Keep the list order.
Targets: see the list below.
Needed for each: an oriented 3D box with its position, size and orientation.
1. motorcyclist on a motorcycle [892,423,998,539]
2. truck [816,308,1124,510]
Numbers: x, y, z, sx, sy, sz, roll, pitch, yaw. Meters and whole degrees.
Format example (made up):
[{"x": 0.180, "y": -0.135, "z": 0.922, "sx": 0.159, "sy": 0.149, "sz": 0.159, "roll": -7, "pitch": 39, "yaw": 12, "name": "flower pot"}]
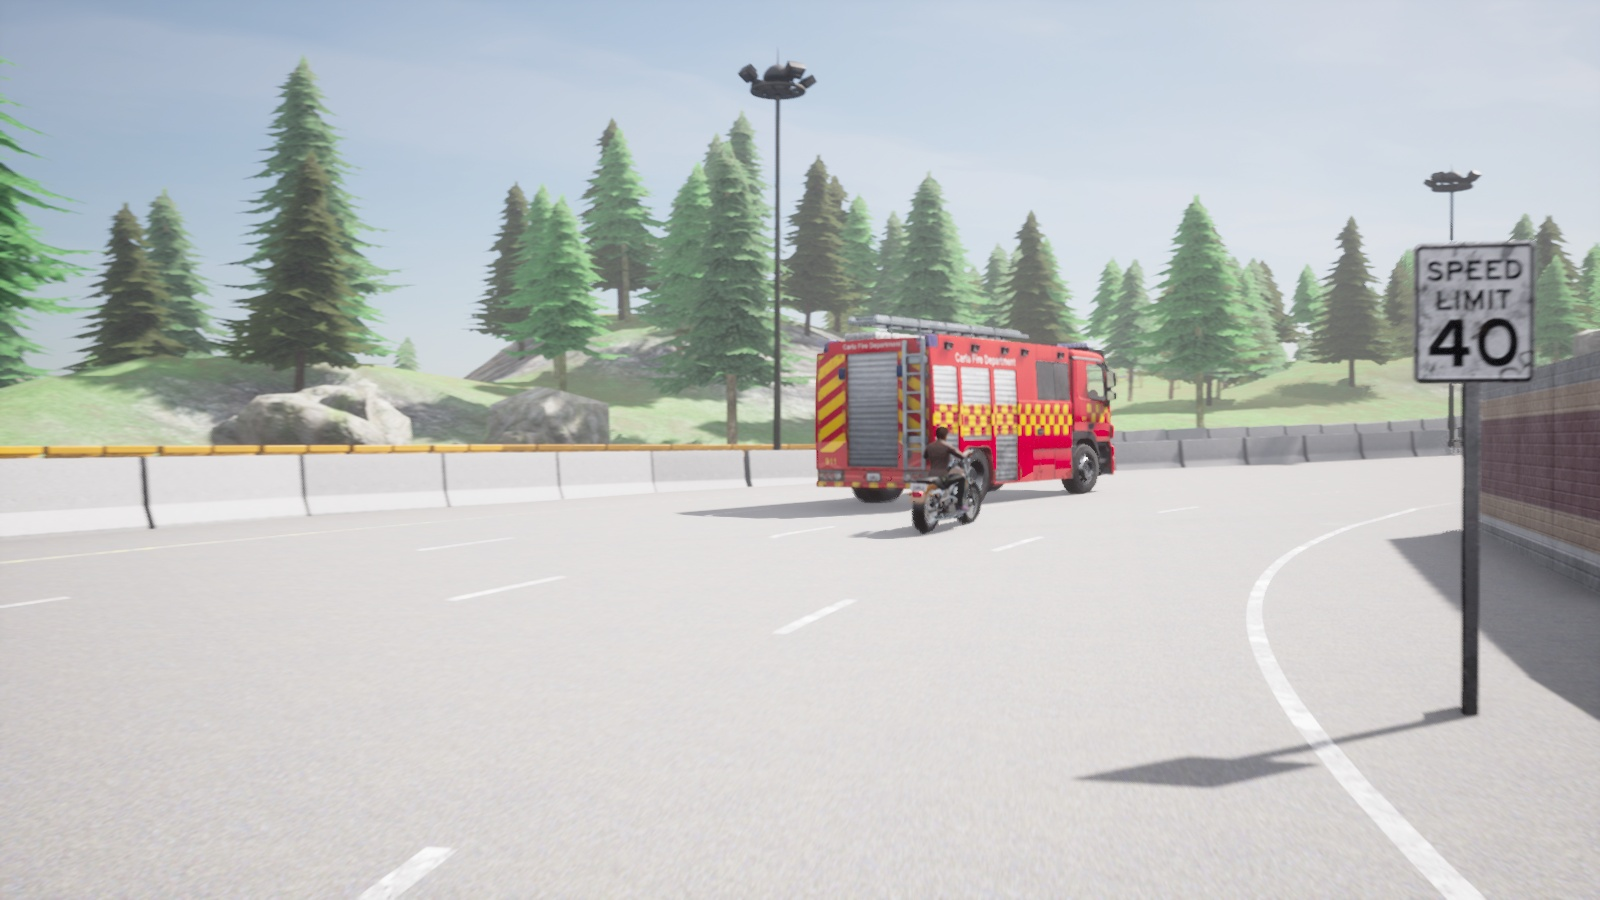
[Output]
[{"x": 2.286, "y": 0.428, "z": 19.512, "sx": 0.766, "sy": 1.649, "sz": 2.350, "roll": 1, "pitch": 2, "yaw": 30, "name": "motorcyclist on a motorcycle"}, {"x": 4.100, "y": -0.853, "z": 28.022, "sx": 2.891, "sy": 3.827, "sz": 8.468, "roll": 0, "pitch": 1, "yaw": 38, "name": "truck"}]
